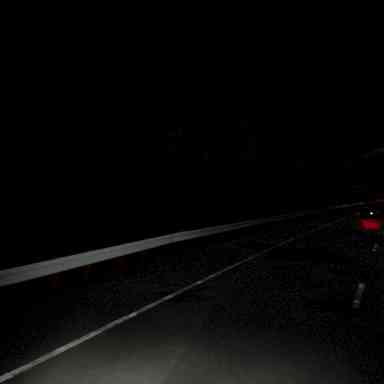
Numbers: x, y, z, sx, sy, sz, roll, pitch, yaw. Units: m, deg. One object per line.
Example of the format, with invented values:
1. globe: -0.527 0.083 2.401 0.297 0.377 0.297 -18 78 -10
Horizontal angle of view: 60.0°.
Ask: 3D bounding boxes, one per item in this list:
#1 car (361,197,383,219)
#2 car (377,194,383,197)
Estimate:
1. car: 16.239 1.505 29.462 1.837 1.490 4.892 0 0 35
2. car: 22.349 1.221 37.966 2.150 2.045 5.566 0 0 36
